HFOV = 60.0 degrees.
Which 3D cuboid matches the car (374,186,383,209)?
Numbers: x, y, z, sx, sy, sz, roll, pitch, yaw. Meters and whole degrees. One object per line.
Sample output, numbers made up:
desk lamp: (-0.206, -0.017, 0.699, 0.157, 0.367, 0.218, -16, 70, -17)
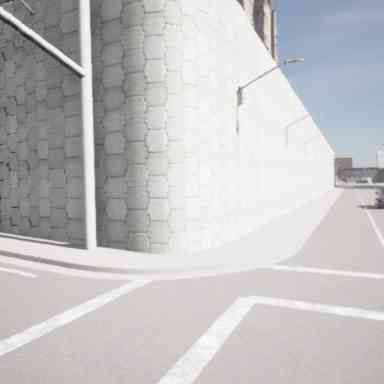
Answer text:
car: (15.009, 0.304, 25.076, 2.097, 1.767, 4.553, 0, 2, 26)
